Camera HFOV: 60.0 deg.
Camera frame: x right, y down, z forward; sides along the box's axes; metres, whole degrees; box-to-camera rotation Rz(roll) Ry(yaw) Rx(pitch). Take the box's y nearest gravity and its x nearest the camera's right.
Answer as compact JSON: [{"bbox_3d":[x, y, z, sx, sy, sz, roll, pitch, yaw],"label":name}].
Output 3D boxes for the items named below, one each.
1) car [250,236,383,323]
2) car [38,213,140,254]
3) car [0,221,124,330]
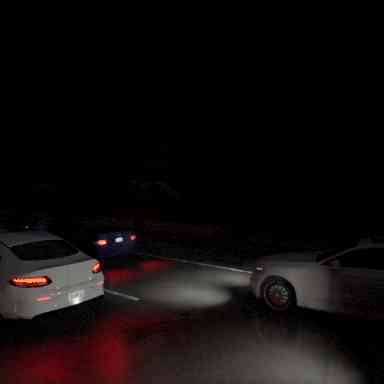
[{"bbox_3d":[3.332,1.524,5.915,4.674,1.442,1.812,0,0,36],"label":"car"},{"bbox_3d":[-4.196,1.429,11.335,5.357,1.411,2.033,1,1,36],"label":"car"},{"bbox_3d":[-3.720,1.455,6.676,4.674,1.442,1.812,1,1,36],"label":"car"}]
